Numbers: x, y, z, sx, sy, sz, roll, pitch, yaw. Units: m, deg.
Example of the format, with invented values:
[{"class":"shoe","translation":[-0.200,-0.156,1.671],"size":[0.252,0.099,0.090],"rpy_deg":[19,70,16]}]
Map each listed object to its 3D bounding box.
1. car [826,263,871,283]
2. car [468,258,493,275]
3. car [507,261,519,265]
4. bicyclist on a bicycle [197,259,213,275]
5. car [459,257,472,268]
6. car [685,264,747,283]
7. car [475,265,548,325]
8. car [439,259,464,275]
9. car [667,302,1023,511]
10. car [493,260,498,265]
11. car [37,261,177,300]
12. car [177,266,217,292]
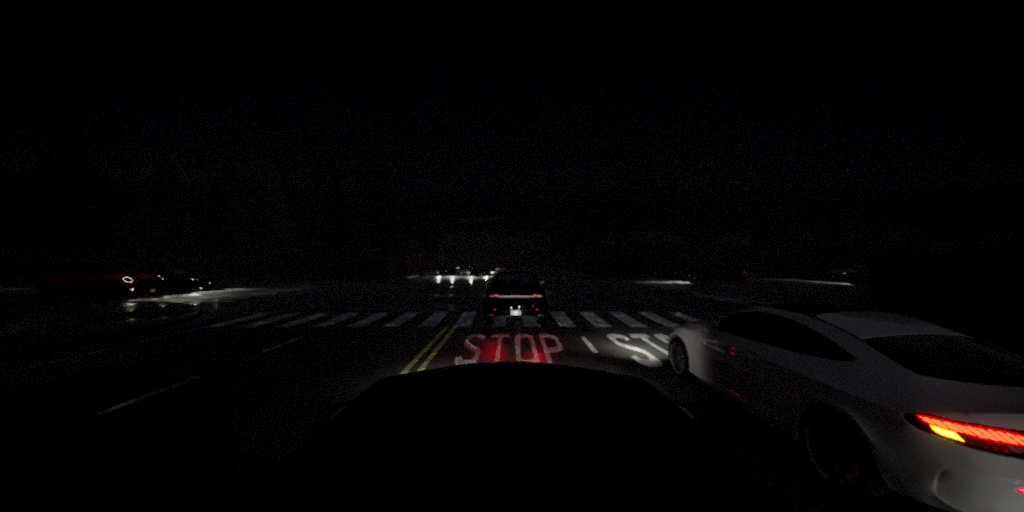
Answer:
[{"class":"car","translation":[27.395,1.308,28.045],"size":[4.674,1.442,1.812],"rpy_deg":[0,0,0]},{"class":"car","translation":[-3.542,1.360,40.946],"size":[1.882,1.535,5.008],"rpy_deg":[0,0,0]},{"class":"car","translation":[0.159,1.459,56.252],"size":[1.812,1.442,4.674],"rpy_deg":[0,0,0]},{"class":"bicyclist on a bicycle","translation":[-27.231,1.098,31.821],"size":[0.582,1.620,1.656],"rpy_deg":[0,0,0]},{"class":"car","translation":[-7.018,1.146,53.959],"size":[2.150,2.045,5.566],"rpy_deg":[0,0,1]},{"class":"car","translation":[15.875,1.345,28.043],"size":[4.181,1.385,1.994],"rpy_deg":[0,0,0]},{"class":"car","translation":[0.109,1.252,11.950],"size":[2.128,1.511,4.902],"rpy_deg":[0,1,0]},{"class":"car","translation":[-7.058,1.387,40.912],"size":[1.837,1.490,4.892],"rpy_deg":[0,0,1]},{"class":"car","translation":[3.590,1.285,4.326],"size":[1.812,1.442,4.674],"rpy_deg":[0,0,0]},{"class":"car","translation":[-3.522,1.397,52.140],"size":[1.882,1.535,5.008],"rpy_deg":[0,0,0]},{"class":"car","translation":[-19.579,1.101,17.295],"size":[4.553,1.767,2.097],"rpy_deg":[0,0,-1]},{"class":"car","translation":[-19.884,1.286,20.807],"size":[4.674,1.442,1.812],"rpy_deg":[0,0,-1]}]
